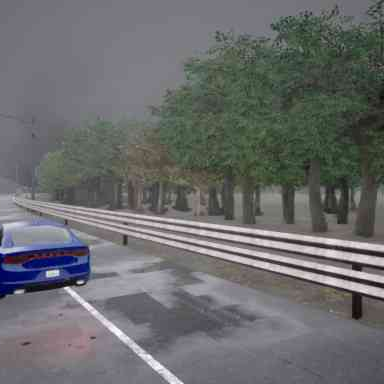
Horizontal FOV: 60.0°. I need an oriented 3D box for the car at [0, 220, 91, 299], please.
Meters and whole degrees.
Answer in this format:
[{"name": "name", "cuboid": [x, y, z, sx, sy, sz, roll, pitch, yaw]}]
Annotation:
[{"name": "car", "cuboid": [-4.204, 1.478, 8.671, 1.882, 1.535, 5.008, 0, 0, -35]}]
